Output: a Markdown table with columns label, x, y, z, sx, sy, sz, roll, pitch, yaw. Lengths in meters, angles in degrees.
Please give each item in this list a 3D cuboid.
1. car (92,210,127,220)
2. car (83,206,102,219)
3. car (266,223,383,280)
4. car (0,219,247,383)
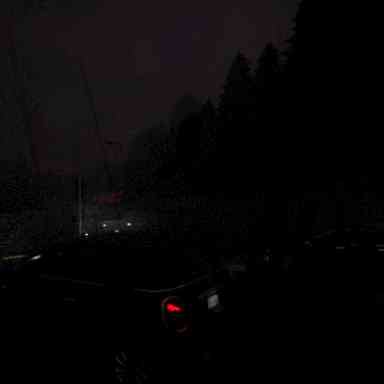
| label | x | y | z | sx | sy | sz | roll | pitch | yaw |
| --- | --- | --- | --- | --- | --- | --- | --- | --- | --- |
| car | -5.244 | 2.087 | 21.896 | 1.895 | 1.301 | 4.718 | 0 | -1 | -21 |
| car | -11.290 | 2.380 | 37.895 | 1.812 | 1.442 | 4.674 | 0 | -1 | -21 |
| car | 4.557 | 1.665 | 9.560 | 4.892 | 1.490 | 1.837 | -2 | 1 | 37 |
| car | -1.524 | 1.475 | 5.413 | 4.553 | 1.767 | 2.097 | -1 | -2 | 32 |
